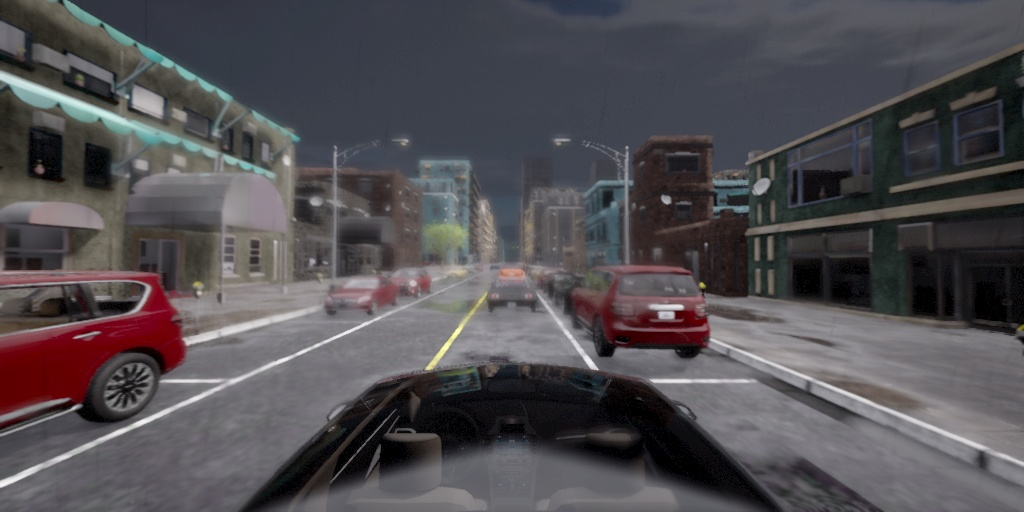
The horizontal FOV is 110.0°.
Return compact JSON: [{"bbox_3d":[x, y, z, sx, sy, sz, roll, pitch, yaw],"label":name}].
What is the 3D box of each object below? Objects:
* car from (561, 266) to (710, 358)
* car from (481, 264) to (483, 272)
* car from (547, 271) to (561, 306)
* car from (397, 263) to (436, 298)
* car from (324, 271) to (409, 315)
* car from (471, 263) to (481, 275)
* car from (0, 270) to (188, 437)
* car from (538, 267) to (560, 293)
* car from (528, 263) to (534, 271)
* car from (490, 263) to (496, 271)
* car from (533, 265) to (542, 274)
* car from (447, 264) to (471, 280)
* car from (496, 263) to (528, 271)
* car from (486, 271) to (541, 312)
[{"bbox_3d":[2.690,1.142,8.640,2.192,1.841,5.009,0,0,0],"label":"car"},{"bbox_3d":[-5.834,1.845,59.830,1.967,1.591,4.097,0,0,0],"label":"car"},{"bbox_3d":[2.688,1.454,14.172,1.948,1.339,4.313,0,0,0],"label":"car"},{"bbox_3d":[-5.693,1.390,19.704,1.967,1.591,4.097,0,0,0],"label":"car"},{"bbox_3d":[-5.693,1.470,14.171,1.802,1.307,4.207,0,0,0],"label":"car"},{"bbox_3d":[-5.825,1.831,49.012,2.007,1.370,4.403,0,0,0],"label":"car"},{"bbox_3d":[-5.690,1.080,3.106,2.192,1.841,5.009,0,0,0],"label":"car"},{"bbox_3d":[2.687,1.516,19.705,1.948,1.339,4.313,0,0,0],"label":"car"},{"bbox_3d":[2.743,1.658,36.167,1.751,1.417,4.829,0,0,0],"label":"car"},{"bbox_3d":[-3.041,2.014,65.132,2.033,1.411,5.357,0,-1,1],"label":"car"},{"bbox_3d":[2.693,1.554,24.931,1.888,1.381,4.507,0,0,0],"label":"car"},{"bbox_3d":[-5.768,1.680,37.777,1.751,1.417,4.829,0,0,0],"label":"car"},{"bbox_3d":[0.011,1.419,30.279,2.097,1.767,4.553,0,-1,0],"label":"car"},{"bbox_3d":[0.012,1.500,15.107,1.895,1.301,4.718,0,-1,0],"label":"car"}]
